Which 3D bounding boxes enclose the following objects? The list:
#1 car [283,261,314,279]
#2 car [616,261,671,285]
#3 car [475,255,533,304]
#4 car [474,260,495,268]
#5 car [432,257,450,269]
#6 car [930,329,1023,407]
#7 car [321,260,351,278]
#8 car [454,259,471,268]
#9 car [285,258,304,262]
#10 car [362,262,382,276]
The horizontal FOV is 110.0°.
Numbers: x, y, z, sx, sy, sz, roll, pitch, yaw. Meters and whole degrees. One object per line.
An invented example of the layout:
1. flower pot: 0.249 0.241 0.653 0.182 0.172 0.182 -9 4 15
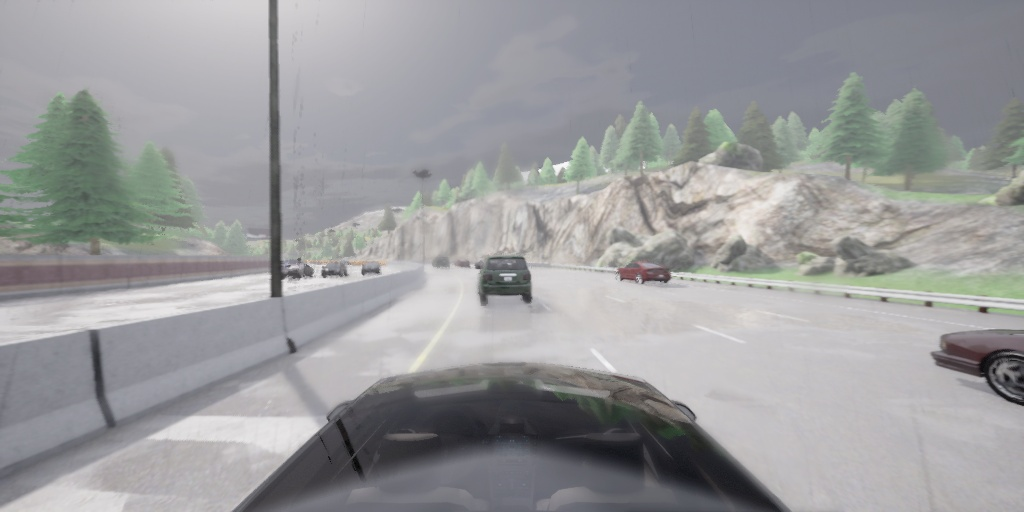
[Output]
1. car: -22.274 1.565 37.339 2.033 1.411 5.357 -1 0 -14
2. car: 9.048 1.118 25.108 1.882 1.535 5.008 0 0 -9
3. car: -0.466 0.978 16.541 2.150 2.045 5.566 0 0 -7
4. car: -4.918 1.355 63.407 2.033 1.411 5.357 -1 0 -23
5. car: -12.478 1.121 62.824 2.150 2.045 5.566 0 0 -24
6. car: 7.422 1.208 2.972 2.033 1.411 5.357 -1 0 -2
7. car: -19.028 1.483 38.570 1.837 1.490 4.892 -1 0 -15
8. car: -8.767 1.331 63.239 1.882 1.535 5.008 0 0 -23
9. car: -29.483 1.322 48.470 2.150 2.045 5.566 -1 0 -20
10. car: -16.289 1.423 41.818 1.882 1.535 5.008 -1 0 -16
